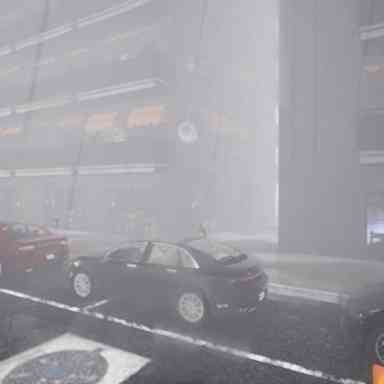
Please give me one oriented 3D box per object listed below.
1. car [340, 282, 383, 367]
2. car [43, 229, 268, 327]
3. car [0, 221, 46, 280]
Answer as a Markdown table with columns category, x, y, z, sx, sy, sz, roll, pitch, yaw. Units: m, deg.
| category | x | y | z | sx | sy | sz | roll | pitch | yaw |
| --- | --- | --- | --- | --- | --- | --- | --- | --- | --- |
| car | 4.173 | 1.584 | 3.980 | 4.313 | 1.339 | 1.947 | 0 | 0 | 30 |
| car | -0.691 | 1.545 | 6.816 | 4.403 | 1.369 | 2.008 | 0 | 0 | 30 |
| car | -5.555 | 1.516 | 9.652 | 4.507 | 1.381 | 1.887 | 0 | 0 | 30 |
